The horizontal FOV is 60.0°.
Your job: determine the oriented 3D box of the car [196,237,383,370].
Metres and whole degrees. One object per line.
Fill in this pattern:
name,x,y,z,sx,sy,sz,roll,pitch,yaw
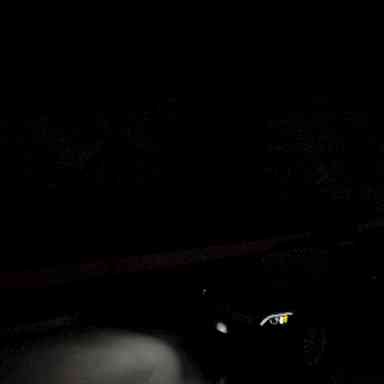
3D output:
car,2.216,1.587,5.959,4.674,1.442,1.812,1,-1,-39
